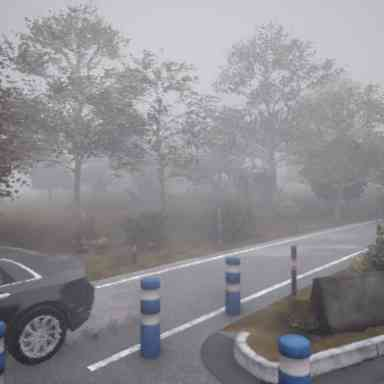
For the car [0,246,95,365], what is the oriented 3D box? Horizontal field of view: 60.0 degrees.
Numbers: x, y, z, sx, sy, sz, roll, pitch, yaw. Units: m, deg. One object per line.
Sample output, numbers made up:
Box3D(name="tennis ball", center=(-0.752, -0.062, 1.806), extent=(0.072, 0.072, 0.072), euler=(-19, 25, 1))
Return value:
Box3D(name="car", center=(-3.549, 1.481, 3.862), extent=(1.837, 1.490, 4.892), euler=(0, 1, 42))
